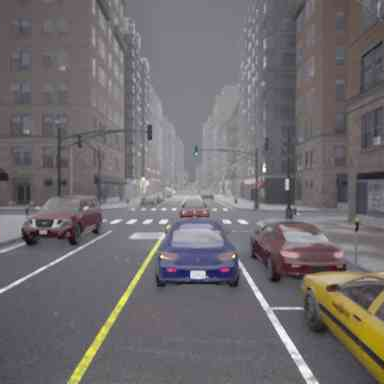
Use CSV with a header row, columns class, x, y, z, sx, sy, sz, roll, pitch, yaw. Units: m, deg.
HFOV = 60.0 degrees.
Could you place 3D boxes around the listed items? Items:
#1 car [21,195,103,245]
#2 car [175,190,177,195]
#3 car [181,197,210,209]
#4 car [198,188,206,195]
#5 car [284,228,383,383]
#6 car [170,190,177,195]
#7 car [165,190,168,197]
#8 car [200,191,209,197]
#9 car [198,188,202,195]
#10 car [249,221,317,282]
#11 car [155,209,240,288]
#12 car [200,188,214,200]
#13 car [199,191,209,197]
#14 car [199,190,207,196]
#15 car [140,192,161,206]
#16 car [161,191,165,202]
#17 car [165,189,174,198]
class,x,y,z,sx,sy,sz,roll,pitch,yaw
car,-5.355,1.097,14.481,2.192,1.841,5.009,0,1,0
car,-5.184,0.168,89.853,1.752,1.417,4.829,0,1,0
car,0.157,1.266,22.635,1.895,1.301,4.718,0,1,0
car,2.853,-0.125,95.451,2.192,1.841,5.009,0,1,0
car,2.646,1.467,3.802,1.752,1.417,4.829,0,1,0
car,-5.171,0.141,95.477,1.802,1.307,4.206,0,1,0
car,-5.270,0.751,51.681,1.752,1.417,4.829,0,1,0
car,2.805,0.435,73.640,1.887,1.381,4.507,0,1,0
car,2.792,0.415,68.185,1.967,1.590,4.097,0,1,0
car,2.657,1.446,9.045,1.802,1.307,4.206,0,1,0
car,0.120,1.394,8.719,1.812,1.442,4.674,0,1,0
car,2.768,0.582,57.278,1.967,1.590,4.097,0,1,0
car,2.817,0.358,79.094,2.008,1.369,4.403,0,1,0
car,2.830,0.246,84.717,1.752,1.417,4.829,0,1,0
car,-5.295,0.939,40.944,2.008,1.369,4.403,0,1,0
car,-5.283,0.850,46.398,1.887,1.381,4.507,0,1,0
car,-5.233,0.539,68.212,1.947,1.339,4.313,0,1,0
